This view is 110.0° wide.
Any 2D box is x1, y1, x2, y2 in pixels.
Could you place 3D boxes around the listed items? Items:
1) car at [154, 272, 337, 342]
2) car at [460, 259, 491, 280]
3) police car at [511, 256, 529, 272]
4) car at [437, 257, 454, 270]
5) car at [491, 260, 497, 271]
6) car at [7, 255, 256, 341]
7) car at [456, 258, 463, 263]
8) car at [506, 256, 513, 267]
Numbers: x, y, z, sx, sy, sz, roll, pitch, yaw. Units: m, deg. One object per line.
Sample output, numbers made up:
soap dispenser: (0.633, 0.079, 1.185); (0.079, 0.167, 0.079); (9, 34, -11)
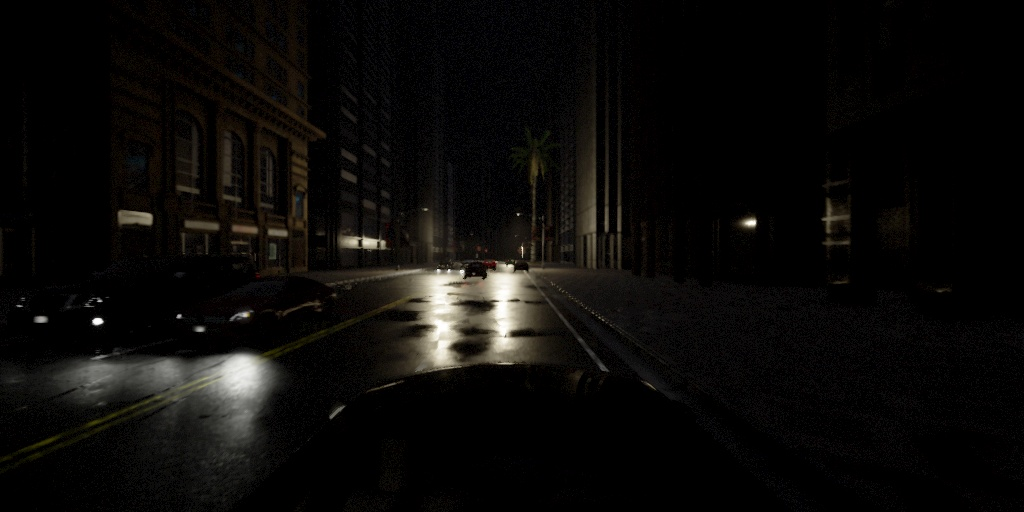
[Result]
car: (-6.598, 1.277, 9.900); (1.812, 1.442, 4.674); (0, 0, 0)
car: (-3.143, 1.279, 31.819); (1.812, 1.442, 4.674); (0, 0, 0)
police car: (1.149, 1.185, 45.182); (1.930, 1.638, 5.238); (0, 0, 0)
car: (-9.791, 1.272, 53.330); (1.837, 1.490, 4.892); (0, 0, 0)
car: (-3.137, 1.242, 50.230); (1.882, 1.535, 5.008); (0, 0, 0)
car: (-9.848, 0.973, 10.258); (2.150, 2.045, 5.566); (0, 0, 0)
car: (-6.539, 1.259, 53.373); (2.128, 1.511, 4.902); (0, 0, 1)
car: (0.016, 1.018, 64.671); (2.150, 2.045, 5.566); (0, 0, 0)
